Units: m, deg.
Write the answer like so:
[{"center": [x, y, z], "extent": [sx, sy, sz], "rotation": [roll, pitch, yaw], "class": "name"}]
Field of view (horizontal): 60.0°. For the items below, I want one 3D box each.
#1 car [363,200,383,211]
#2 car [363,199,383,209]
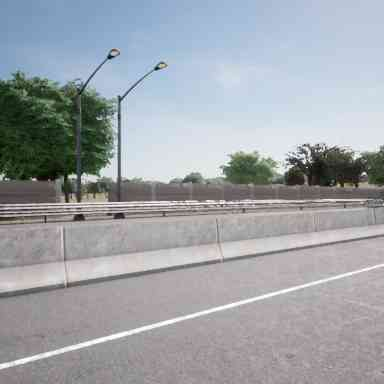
[{"center": [24.098, 1.720, 42.721], "extent": [4.718, 1.301, 1.895], "rotation": [0, 0, -36], "class": "car"}, {"center": [20.295, 1.578, 35.706], "extent": [4.892, 1.490, 1.837], "rotation": [1, 0, -35], "class": "car"}]
